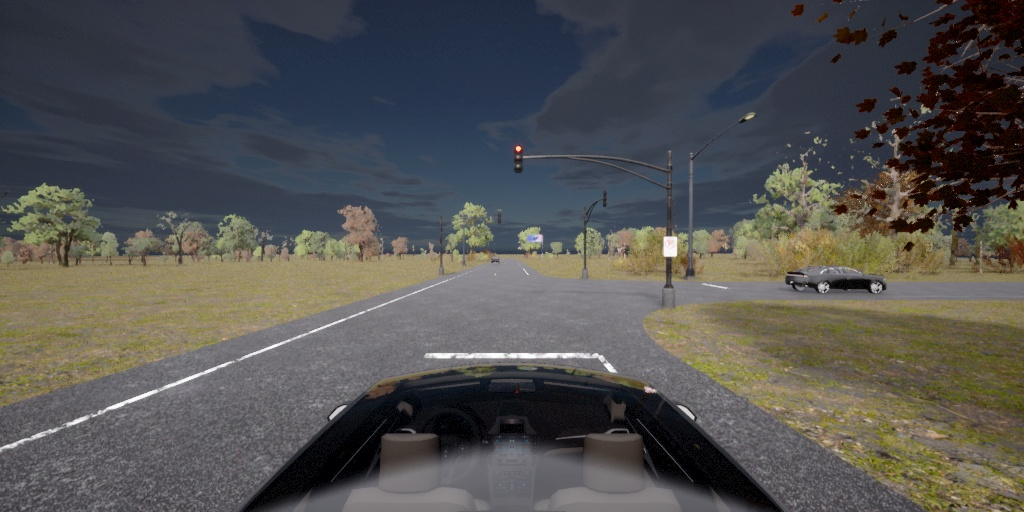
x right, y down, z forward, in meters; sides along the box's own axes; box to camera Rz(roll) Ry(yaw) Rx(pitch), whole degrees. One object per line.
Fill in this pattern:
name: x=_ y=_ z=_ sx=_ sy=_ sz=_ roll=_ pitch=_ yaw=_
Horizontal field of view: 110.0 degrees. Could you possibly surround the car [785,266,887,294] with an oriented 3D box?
car: x=18.327 y=1.308 z=20.373 sx=4.902 sy=1.511 sz=2.128 roll=0 pitch=1 yaw=0
